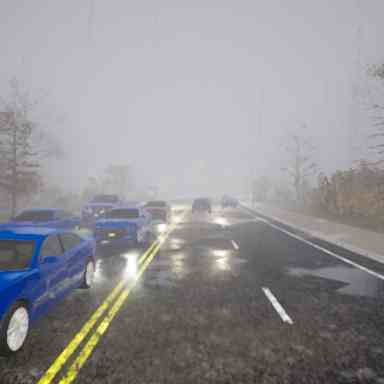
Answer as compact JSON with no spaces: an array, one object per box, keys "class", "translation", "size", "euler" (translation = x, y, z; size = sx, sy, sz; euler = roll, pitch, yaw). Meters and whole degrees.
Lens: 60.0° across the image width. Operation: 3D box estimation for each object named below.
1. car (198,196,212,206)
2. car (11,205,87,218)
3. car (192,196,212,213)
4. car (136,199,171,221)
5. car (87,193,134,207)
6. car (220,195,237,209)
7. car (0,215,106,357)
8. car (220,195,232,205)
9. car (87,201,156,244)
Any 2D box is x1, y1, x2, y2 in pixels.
[{"class":"car","translation":[1.941,1.327,49.721],"size":[1.994,1.385,4.181],"euler":[0,0,4]},{"class":"car","translation":[-6.395,1.423,14.238],"size":[1.882,1.535,5.008],"euler":[0,0,1]},{"class":"car","translation":[1.025,1.329,34.537],"size":[1.882,1.535,5.008],"euler":[0,0,3]},{"class":"car","translation":[-2.744,1.373,25.949],"size":[1.882,1.535,5.008],"euler":[0,0,3]},{"class":"car","translation":[-6.072,1.125,24.142],"size":[2.150,2.045,5.566],"euler":[0,0,2]},{"class":"car","translation":[4.629,1.409,42.022],"size":[1.895,1.301,4.718],"euler":[0,0,4]},{"class":"car","translation":[-3.284,1.454,6.208],"size":[1.882,1.535,5.008],"euler":[0,0,1]},{"class":"car","translation":[5.275,1.250,52.154],"size":[1.837,1.490,4.892],"euler":[0,0,5]},{"class":"car","translation":[-3.110,1.418,15.696],"size":[1.882,1.535,5.008],"euler":[0,0,2]}]
